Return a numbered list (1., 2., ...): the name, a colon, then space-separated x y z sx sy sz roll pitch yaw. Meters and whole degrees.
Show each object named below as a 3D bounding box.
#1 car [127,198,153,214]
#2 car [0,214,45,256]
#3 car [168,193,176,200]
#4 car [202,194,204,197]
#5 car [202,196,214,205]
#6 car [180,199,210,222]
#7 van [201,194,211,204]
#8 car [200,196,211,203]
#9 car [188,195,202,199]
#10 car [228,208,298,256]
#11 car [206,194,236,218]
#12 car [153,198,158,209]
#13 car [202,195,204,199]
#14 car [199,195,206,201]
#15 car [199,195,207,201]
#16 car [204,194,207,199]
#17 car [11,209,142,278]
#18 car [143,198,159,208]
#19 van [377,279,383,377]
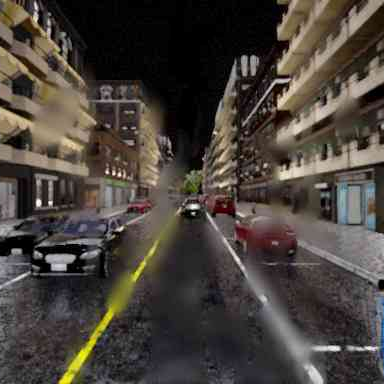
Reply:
1. car: -5.675 1.501 35.246 1.887 1.381 4.507 1 0 0
2. car: -5.678 1.550 12.961 1.947 1.339 4.313 1 0 0
3. car: -5.669 1.459 90.957 1.947 1.339 4.313 1 0 0
4. car: 2.710 1.252 51.918 2.192 1.841 5.009 1 0 0
5. car: 2.707 1.475 57.490 1.887 1.381 4.507 1 0 0
6. car: 0.104 1.530 26.432 1.994 1.385 4.181 0 0 0
7. van: 2.711 1.265 63.060 1.690 1.788 3.998 1 0 0
8. car: 2.708 1.469 68.632 2.008 1.369 4.403 1 0 0
9. car: 0.106 1.448 46.053 1.837 1.490 4.892 0 0 0
10. car: 2.703 1.528 12.920 1.887 1.381 4.507 1 0 0
11. car: 2.707 1.278 29.634 2.192 1.841 5.009 1 0 0
12. car: -5.675 1.532 40.816 1.802 1.307 4.206 1 0 0
13. car: 2.707 1.469 46.517 1.752 1.417 4.829 1 0 0
14. car: 2.710 1.481 85.346 1.802 1.307 4.206 1 0 0
15. car: 2.710 1.430 79.944 1.752 1.417 4.829 1 0 0
16. car: 2.708 1.271 35.204 2.192 1.841 5.009 1 0 0
17. car: -3.071 1.479 10.162 2.128 1.511 4.902 0 0 0
18. car: -5.675 1.525 46.388 1.802 1.307 4.206 1 0 0
19. van: 2.704 1.339 1.779 1.690 1.788 3.998 1 0 0
